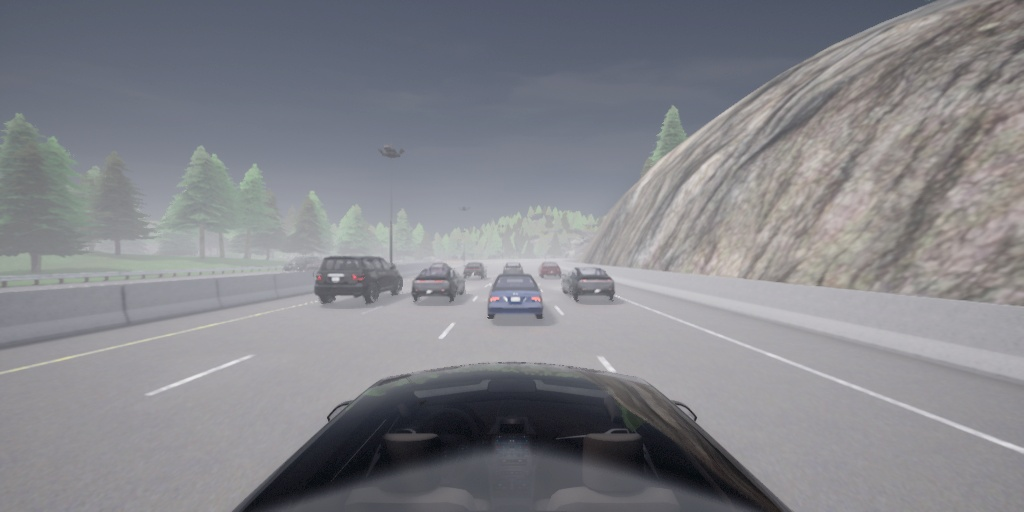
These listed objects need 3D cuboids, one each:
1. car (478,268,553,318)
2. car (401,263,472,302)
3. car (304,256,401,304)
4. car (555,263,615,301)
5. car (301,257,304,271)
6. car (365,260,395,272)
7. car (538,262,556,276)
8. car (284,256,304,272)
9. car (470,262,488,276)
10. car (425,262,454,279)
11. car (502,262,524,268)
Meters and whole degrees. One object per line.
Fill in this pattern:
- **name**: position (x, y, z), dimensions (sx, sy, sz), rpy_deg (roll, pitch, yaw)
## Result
- **car**: position (0.101, 1.324, 13.041), dimensions (2.033, 1.411, 5.357), rpy_deg (0, 0, 0)
- **car**: position (-3.399, 1.278, 17.172), dimensions (2.128, 1.511, 4.902), rpy_deg (0, 0, 0)
- **car**: position (-6.899, 1.007, 16.717), dimensions (2.150, 2.045, 5.566), rpy_deg (0, 0, 0)
- **car**: position (3.601, 1.279, 17.521), dimensions (2.128, 1.511, 4.902), rpy_deg (0, 0, 0)
- **car**: position (-24.555, 1.207, 46.397), dimensions (2.097, 1.767, 4.553), rpy_deg (0, 0, 0)
- **car**: position (-17.540, 1.352, 48.007), dimensions (2.128, 1.511, 4.902), rpy_deg (0, 0, 1)
- **car**: position (3.602, 1.306, 35.022), dimensions (1.882, 1.535, 5.008), rpy_deg (0, 0, 0)
- **car**: position (-28.049, 1.080, 48.125), dimensions (2.150, 2.045, 5.566), rpy_deg (0, 0, 1)
- **car**: position (-3.398, 1.330, 33.539), dimensions (1.837, 1.490, 4.892), rpy_deg (0, 0, 0)
- **car**: position (-6.912, 1.353, 34.499), dimensions (1.812, 1.442, 4.674), rpy_deg (0, 0, 0)
- **car**: position (0.102, 1.316, 33.444), dimensions (2.128, 1.511, 4.902), rpy_deg (0, 0, 0)
